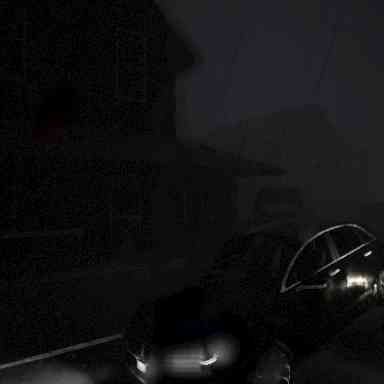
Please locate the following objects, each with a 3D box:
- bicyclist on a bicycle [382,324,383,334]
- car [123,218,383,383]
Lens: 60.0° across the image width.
[{"bbox_3d":[3.673,1.506,4.998,1.656,1.620,0.582,-4,30,-20],"label":"bicyclist on a bicycle"},{"bbox_3d":[1.331,1.270,4.930,4.892,1.490,1.837,-9,2,-38],"label":"car"}]
